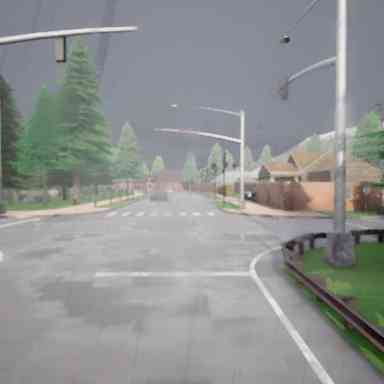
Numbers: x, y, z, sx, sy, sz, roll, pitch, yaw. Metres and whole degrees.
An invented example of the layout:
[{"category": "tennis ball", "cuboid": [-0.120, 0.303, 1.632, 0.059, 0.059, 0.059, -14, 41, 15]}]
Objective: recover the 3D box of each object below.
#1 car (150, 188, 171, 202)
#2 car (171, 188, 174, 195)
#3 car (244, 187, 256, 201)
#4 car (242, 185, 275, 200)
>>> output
[{"category": "car", "cuboid": [-3.991, 0.527, 41.191, 1.994, 1.385, 4.181, 0, 1, 0]}, {"category": "car", "cuboid": [-4.533, -0.122, 65.934, 1.812, 1.442, 4.674, 0, 2, -5]}, {"category": "car", "cuboid": [8.853, 0.159, 40.126, 4.605, 1.855, 1.932, 0, 1, -1]}, {"category": "car", "cuboid": [8.439, 0.099, 42.636, 3.866, 1.878, 1.905, 0, 1, -1]}]
